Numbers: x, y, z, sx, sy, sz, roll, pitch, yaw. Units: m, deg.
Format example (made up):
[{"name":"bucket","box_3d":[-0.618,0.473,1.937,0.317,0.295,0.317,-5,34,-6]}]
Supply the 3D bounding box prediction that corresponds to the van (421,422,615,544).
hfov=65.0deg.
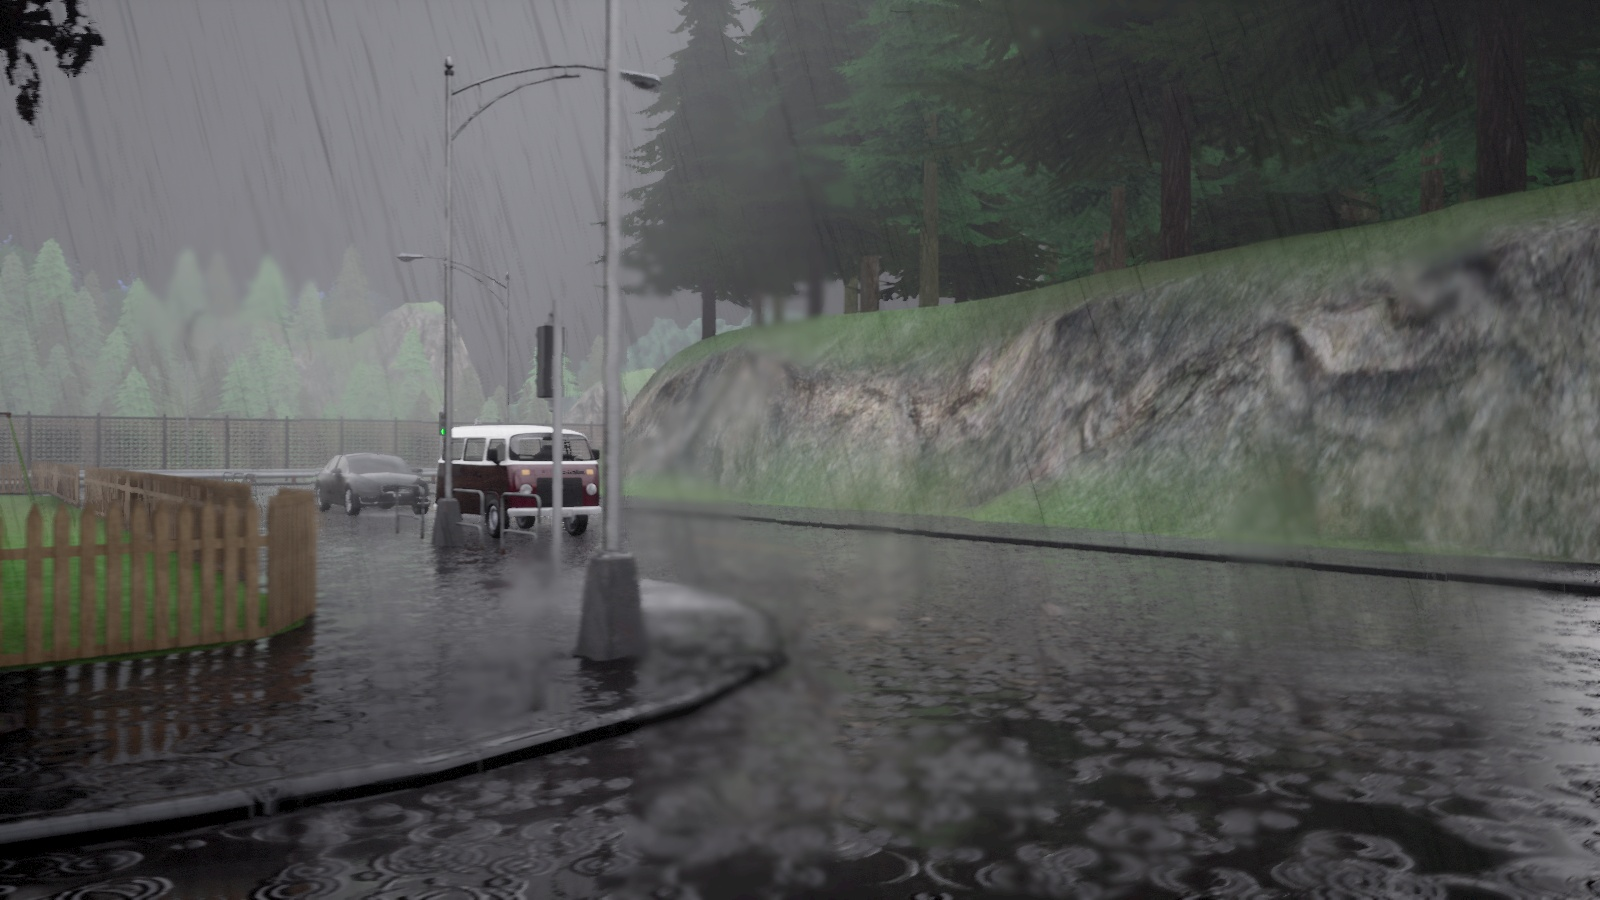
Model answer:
[{"name":"van","box_3d":[-5.373,0.566,23.484,2.069,2.038,4.480,0,0,-34]}]

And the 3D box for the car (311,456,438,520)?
[{"name":"car","box_3d":[-10.792,0.891,31.609,1.837,1.490,4.892,0,0,-34]}]
